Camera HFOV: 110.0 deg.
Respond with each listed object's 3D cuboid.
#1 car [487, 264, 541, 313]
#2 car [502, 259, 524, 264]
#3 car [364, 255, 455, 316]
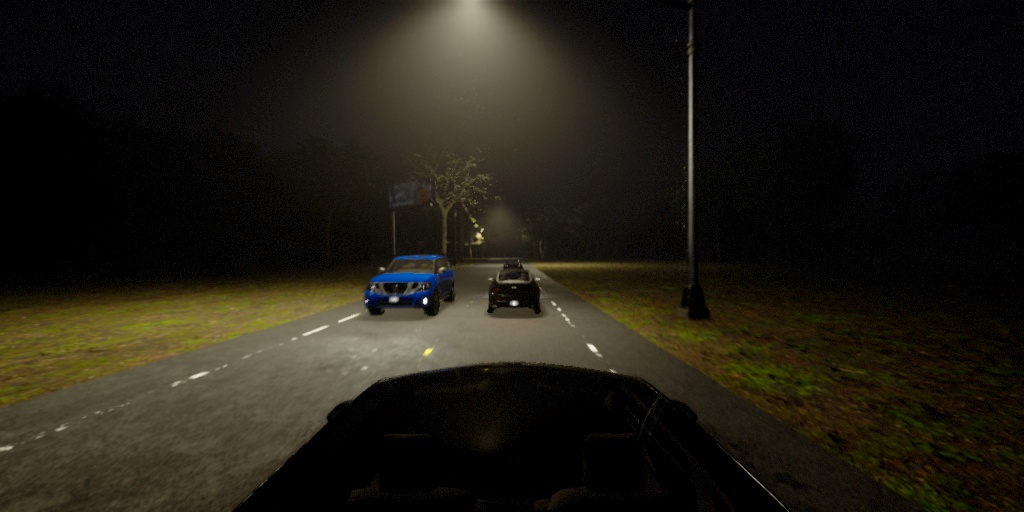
[{"bbox_3d":[0.080,1.248,14.058,1.837,1.490,4.892,0,1,0],"label":"car"},{"bbox_3d":[0.091,1.075,34.846,2.128,1.511,4.902,0,1,0],"label":"car"},{"bbox_3d":[-3.561,0.966,13.650,2.150,2.045,5.566,0,0,0],"label":"car"}]
